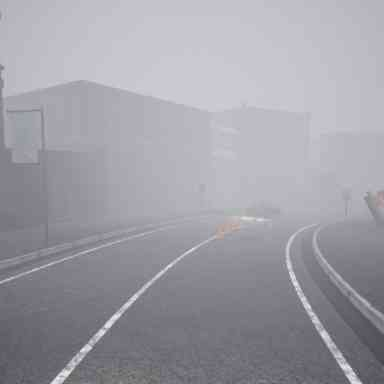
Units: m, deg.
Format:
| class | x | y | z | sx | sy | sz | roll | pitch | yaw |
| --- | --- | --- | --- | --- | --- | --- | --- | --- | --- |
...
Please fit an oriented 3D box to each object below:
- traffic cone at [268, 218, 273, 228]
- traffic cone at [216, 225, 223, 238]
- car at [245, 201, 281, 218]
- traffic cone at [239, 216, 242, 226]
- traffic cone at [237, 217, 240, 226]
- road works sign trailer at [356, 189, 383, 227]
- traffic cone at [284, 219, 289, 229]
| class | x | y | z | sx | sy | sz | roll | pitch | yaw |
| --- | --- | --- | --- | --- | --- | --- | --- | --- | --- |
| traffic cone | 5.033 | 1.978 | 21.330 | 0.340 | 0.580 | 0.340 | 2 | 1 | 17 |
| traffic cone | 1.352 | 1.914 | 16.195 | 0.340 | 0.580 | 0.340 | 2 | 1 | 17 |
| car | 6.440 | 1.509 | 29.832 | 1.994 | 1.385 | 4.181 | 3 | 1 | 36 |
| traffic cone | 3.132 | 1.906 | 21.924 | 0.340 | 0.580 | 0.340 | 2 | 1 | 17 |
| traffic cone | 2.538 | 1.909 | 20.015 | 0.340 | 0.580 | 0.340 | 2 | 1 | 17 |
| road works sign trailer | 11.350 | 1.181 | 20.515 | 2.880 | 2.380 | 3.560 | -29 | -18 | 31 |
| traffic cone | 5.984 | 2.014 | 21.035 | 0.340 | 0.580 | 0.340 | 2 | 1 | 17 |
